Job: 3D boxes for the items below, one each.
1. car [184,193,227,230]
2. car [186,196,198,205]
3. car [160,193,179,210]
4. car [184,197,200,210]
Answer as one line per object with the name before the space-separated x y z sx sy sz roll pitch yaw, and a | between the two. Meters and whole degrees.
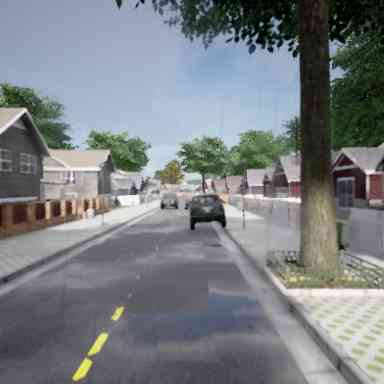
car | 0.874 1.133 21.170 2.150 2.045 5.566 -5 0 0
car | -0.002 1.397 56.105 1.882 1.535 5.008 0 0 0
car | -2.834 1.171 42.771 2.150 2.045 5.566 0 0 0
car | 0.023 1.453 42.696 1.837 1.490 4.892 0 0 0
